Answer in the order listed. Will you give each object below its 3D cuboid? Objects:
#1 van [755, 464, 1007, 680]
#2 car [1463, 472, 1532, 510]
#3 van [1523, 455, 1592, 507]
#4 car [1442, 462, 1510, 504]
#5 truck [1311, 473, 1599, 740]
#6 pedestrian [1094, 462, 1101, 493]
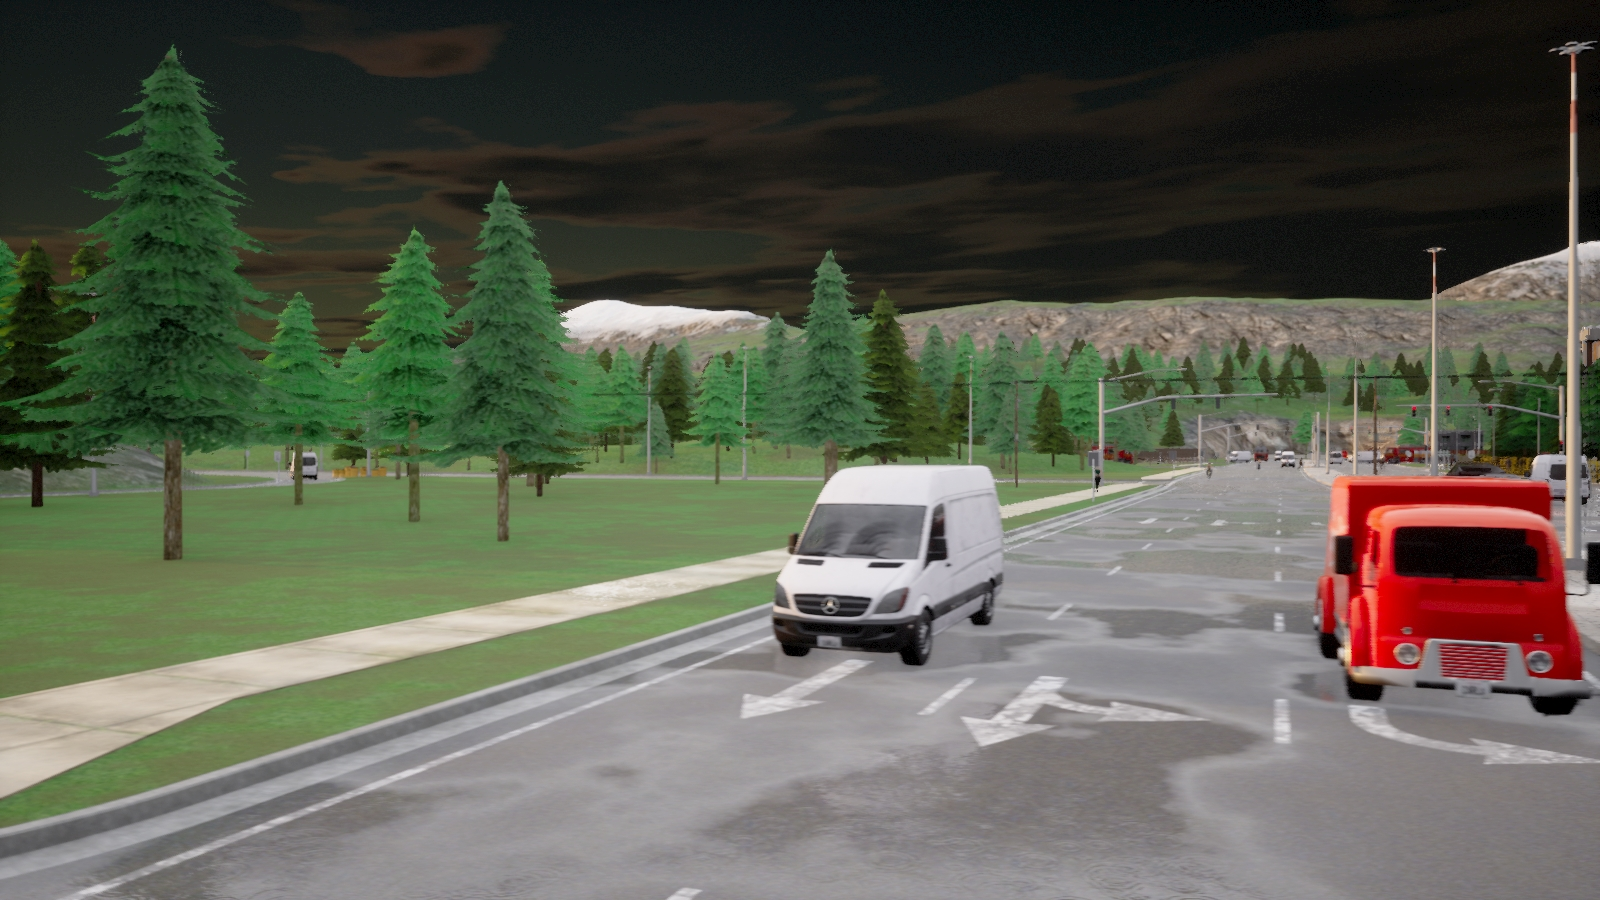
[{"bbox_3d":[1.472,1.532,17.056,1.988,2.561,5.915,0,0,22],"label":"van"},{"bbox_3d":[34.204,1.973,56.133,2.242,1.667,4.611,0,0,23],"label":"car"},{"bbox_3d":[39.541,1.541,59.782,1.988,2.561,5.915,0,0,23],"label":"van"},{"bbox_3d":[36.955,1.759,62.631,2.390,2.098,6.274,0,0,23],"label":"car"},{"bbox_3d":[7.722,1.569,13.852,2.627,2.467,5.204,0,0,22],"label":"truck"},{"bbox_3d":[18.150,1.694,69.726,0.375,1.860,0.375,0,0,23],"label":"pedestrian"}]
